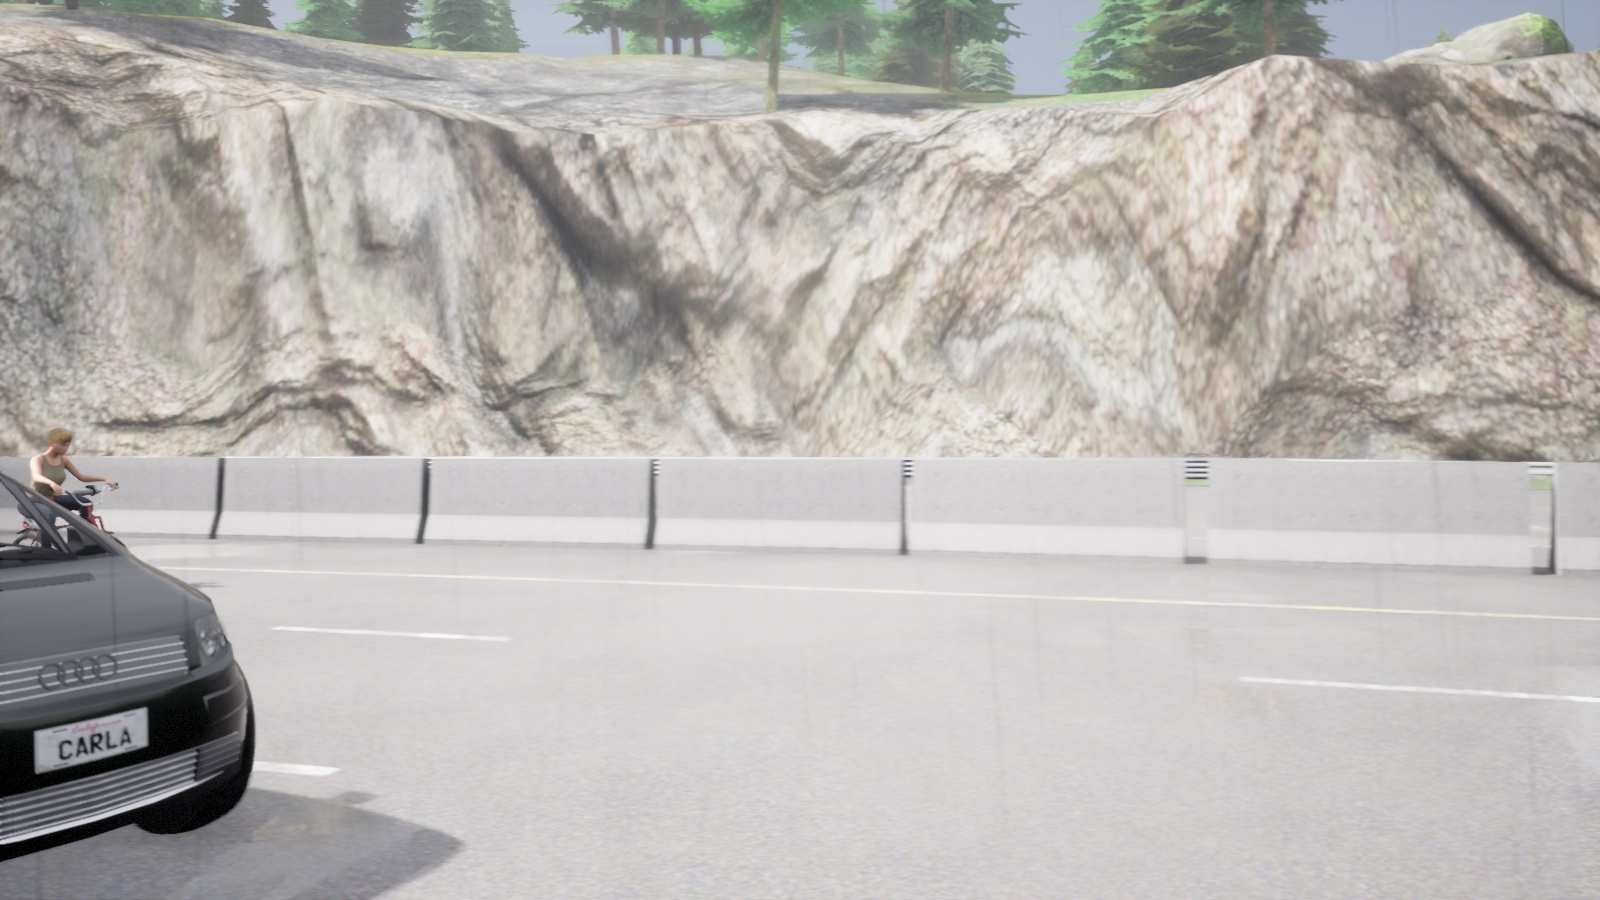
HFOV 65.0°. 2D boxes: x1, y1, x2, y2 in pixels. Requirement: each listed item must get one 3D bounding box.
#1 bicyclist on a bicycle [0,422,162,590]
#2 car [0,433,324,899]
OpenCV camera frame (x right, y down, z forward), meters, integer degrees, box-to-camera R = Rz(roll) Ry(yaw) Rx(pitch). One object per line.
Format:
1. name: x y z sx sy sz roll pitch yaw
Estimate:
1. bicyclist on a bicycle: -7.404 0.528 12.674 1.509 1.612 0.866 0 1 14
2. car: -3.892 0.713 4.862 3.705 1.549 1.789 0 1 27
